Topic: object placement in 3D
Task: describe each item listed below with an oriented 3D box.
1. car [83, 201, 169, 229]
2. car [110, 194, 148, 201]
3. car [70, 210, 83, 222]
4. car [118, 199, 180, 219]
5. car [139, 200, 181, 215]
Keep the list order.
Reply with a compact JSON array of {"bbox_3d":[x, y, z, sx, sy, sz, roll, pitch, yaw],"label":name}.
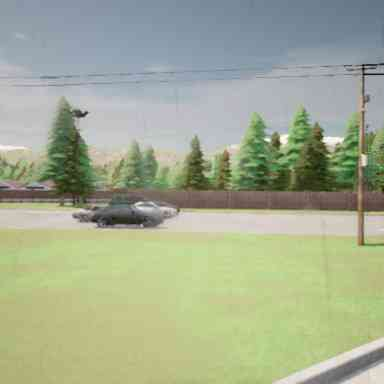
[{"bbox_3d":[-4.111,1.542,21.166,4.674,1.442,1.812,1,0,5],"label":"car"},{"bbox_3d":[-5.225,1.258,31.784,5.566,2.045,2.150,1,0,5],"label":"car"},{"bbox_3d":[-6.427,1.602,24.860,4.718,1.301,1.895,1,0,5],"label":"car"},{"bbox_3d":[-3.523,1.571,28.141,4.674,1.442,1.812,1,0,5],"label":"car"},{"bbox_3d":[-3.343,1.633,35.138,4.181,1.385,1.994,1,0,5],"label":"car"}]
